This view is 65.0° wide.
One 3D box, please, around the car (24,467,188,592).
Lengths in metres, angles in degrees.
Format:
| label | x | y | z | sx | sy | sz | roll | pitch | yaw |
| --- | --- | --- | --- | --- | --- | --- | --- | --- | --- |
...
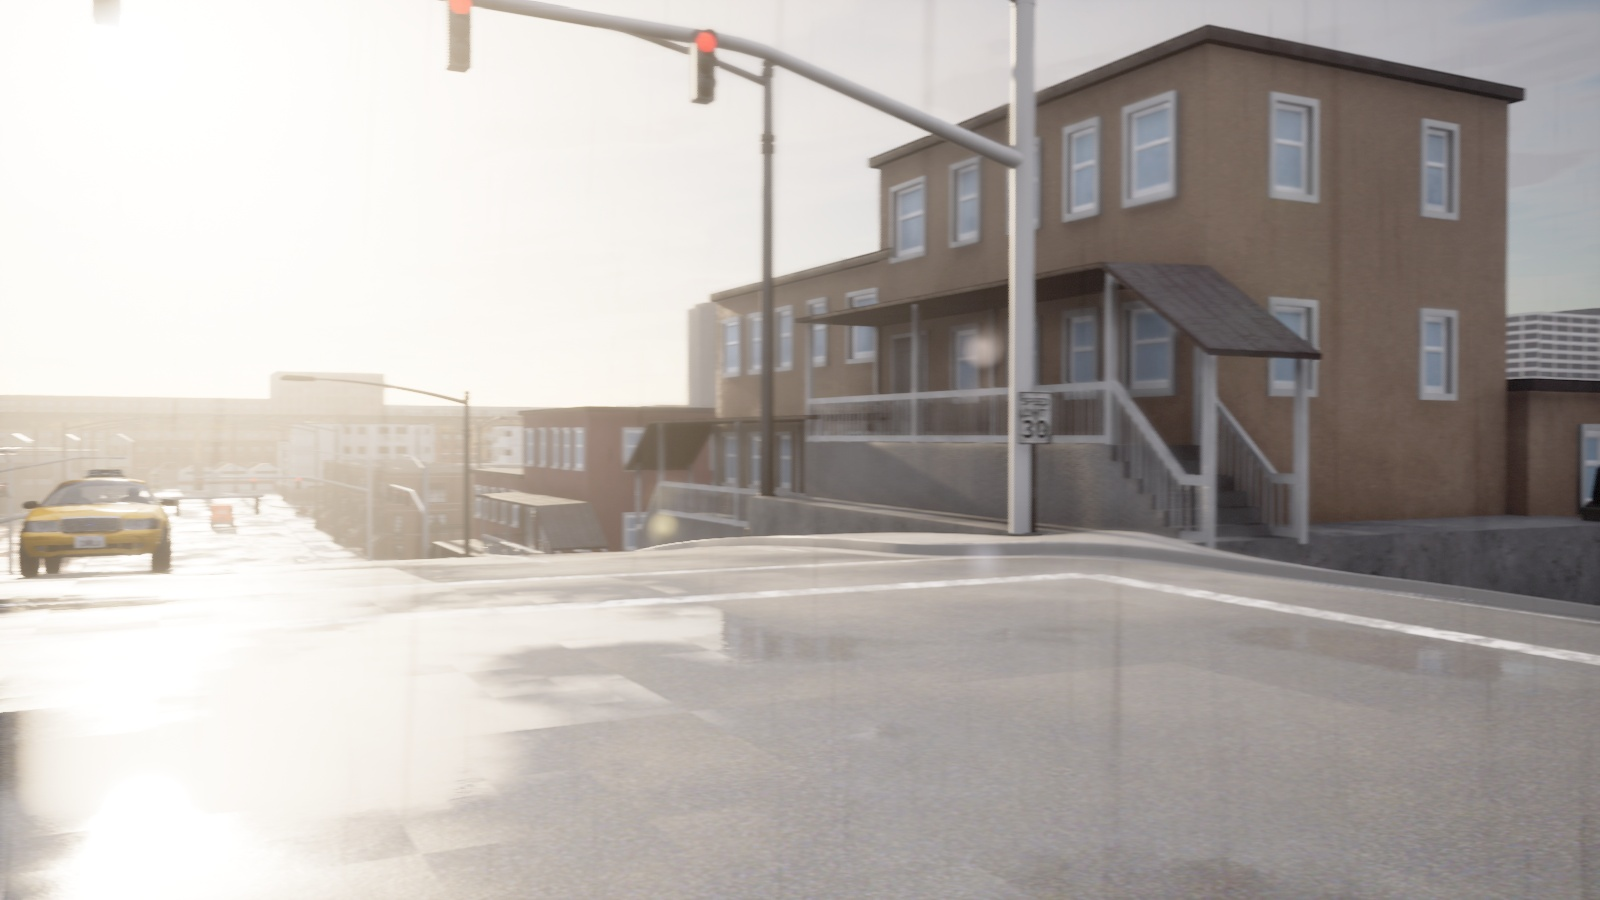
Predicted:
| label | x | y | z | sx | sy | sz | roll | pitch | yaw |
| --- | --- | --- | --- | --- | --- | --- | --- | --- | --- |
| car | -10.317 | 1.242 | 18.996 | 1.801 | 1.575 | 5.366 | -1 | -4 | -25 |
